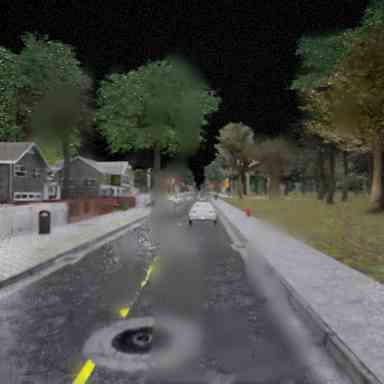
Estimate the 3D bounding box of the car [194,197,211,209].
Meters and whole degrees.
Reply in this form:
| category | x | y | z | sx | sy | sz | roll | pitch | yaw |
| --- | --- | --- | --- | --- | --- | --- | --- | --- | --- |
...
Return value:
| category | x | y | z | sx | sy | sz | roll | pitch | yaw |
| --- | --- | --- | --- | --- | --- | --- | --- | --- | --- |
| car | 1.321 | 1.398 | 41.690 | 1.895 | 1.301 | 4.718 | -1 | 0 | 2 |

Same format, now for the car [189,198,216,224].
| category | x | y | z | sx | sy | sz | roll | pitch | yaw |
| --- | --- | --- | --- | --- | --- | --- | --- | --- | --- |
| car | 0.760 | 1.416 | 23.695 | 1.812 | 1.442 | 4.674 | -1 | 0 | 2 |

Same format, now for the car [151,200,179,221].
| category | x | y | z | sx | sy | sz | roll | pitch | yaw |
| --- | --- | --- | --- | --- | --- | --- | --- | --- | --- |
| car | -2.022 | 1.427 | 25.959 | 1.837 | 1.490 | 4.892 | -1 | 0 | 2 |
